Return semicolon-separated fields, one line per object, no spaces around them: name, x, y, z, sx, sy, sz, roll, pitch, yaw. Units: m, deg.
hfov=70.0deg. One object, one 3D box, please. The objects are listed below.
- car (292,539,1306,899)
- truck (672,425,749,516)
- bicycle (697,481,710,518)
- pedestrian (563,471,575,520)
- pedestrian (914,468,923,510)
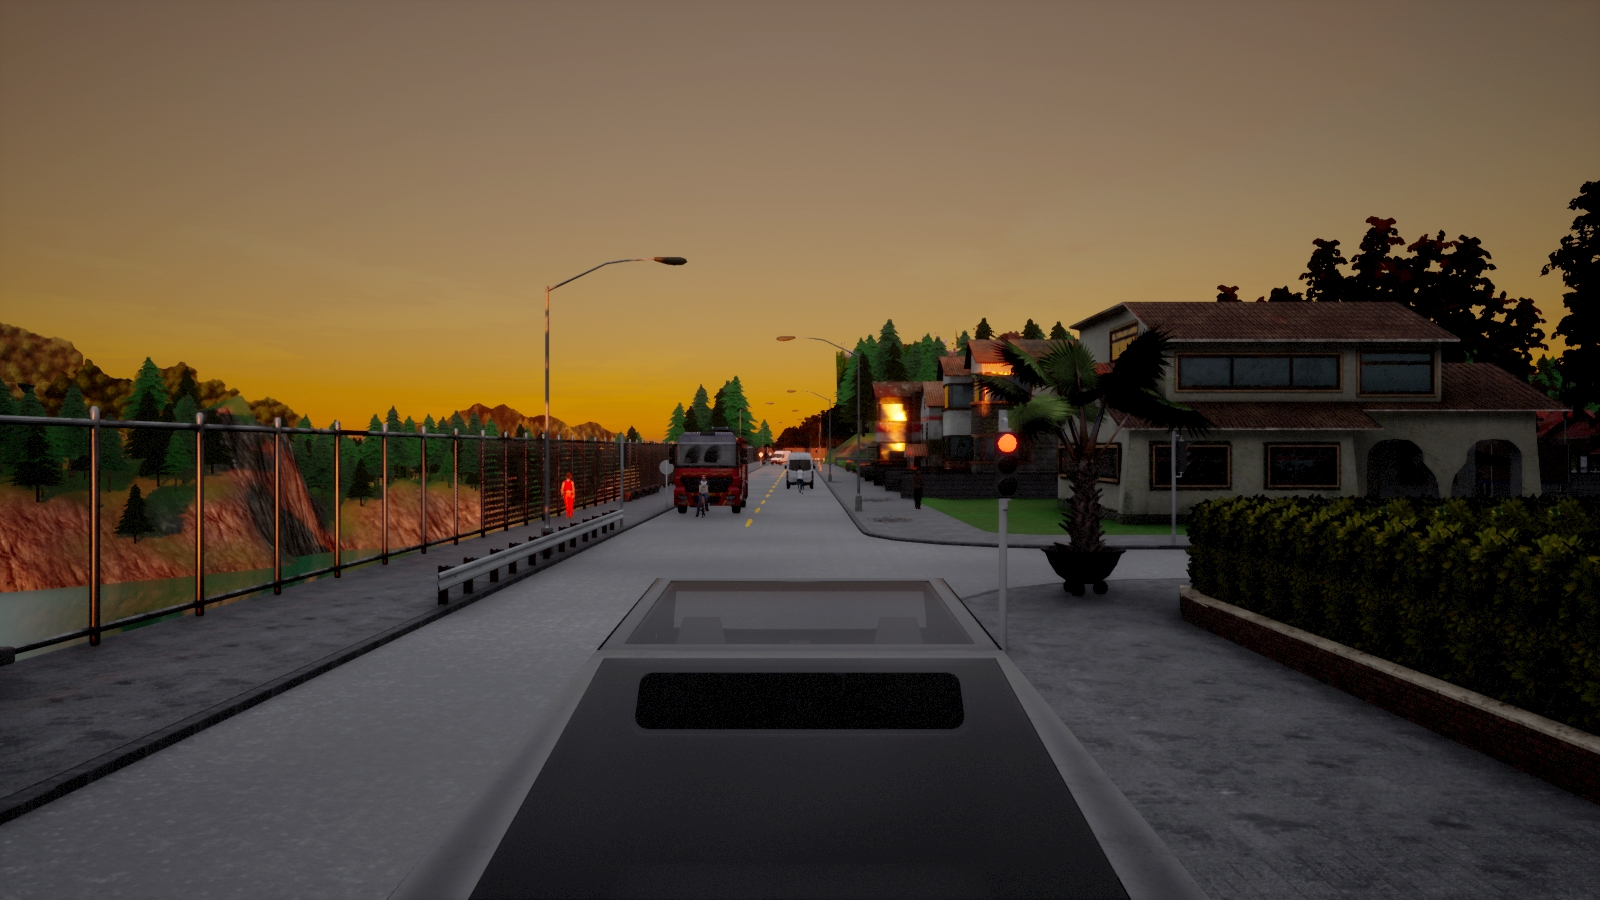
car;-0.001;1.751;5.830;2.390;2.098;6.274;0;0;0
truck;-3.997;0.871;52.639;2.891;3.827;8.468;0;0;0
bicycle;-3.996;2.038;47.352;0.373;1.496;1.643;0;0;0
pedestrian;-8.856;1.728;43.784;0.375;1.860;0.375;0;0;-1
pedestrian;5.262;1.725;50.745;0.375;1.860;0.375;0;0;-4
